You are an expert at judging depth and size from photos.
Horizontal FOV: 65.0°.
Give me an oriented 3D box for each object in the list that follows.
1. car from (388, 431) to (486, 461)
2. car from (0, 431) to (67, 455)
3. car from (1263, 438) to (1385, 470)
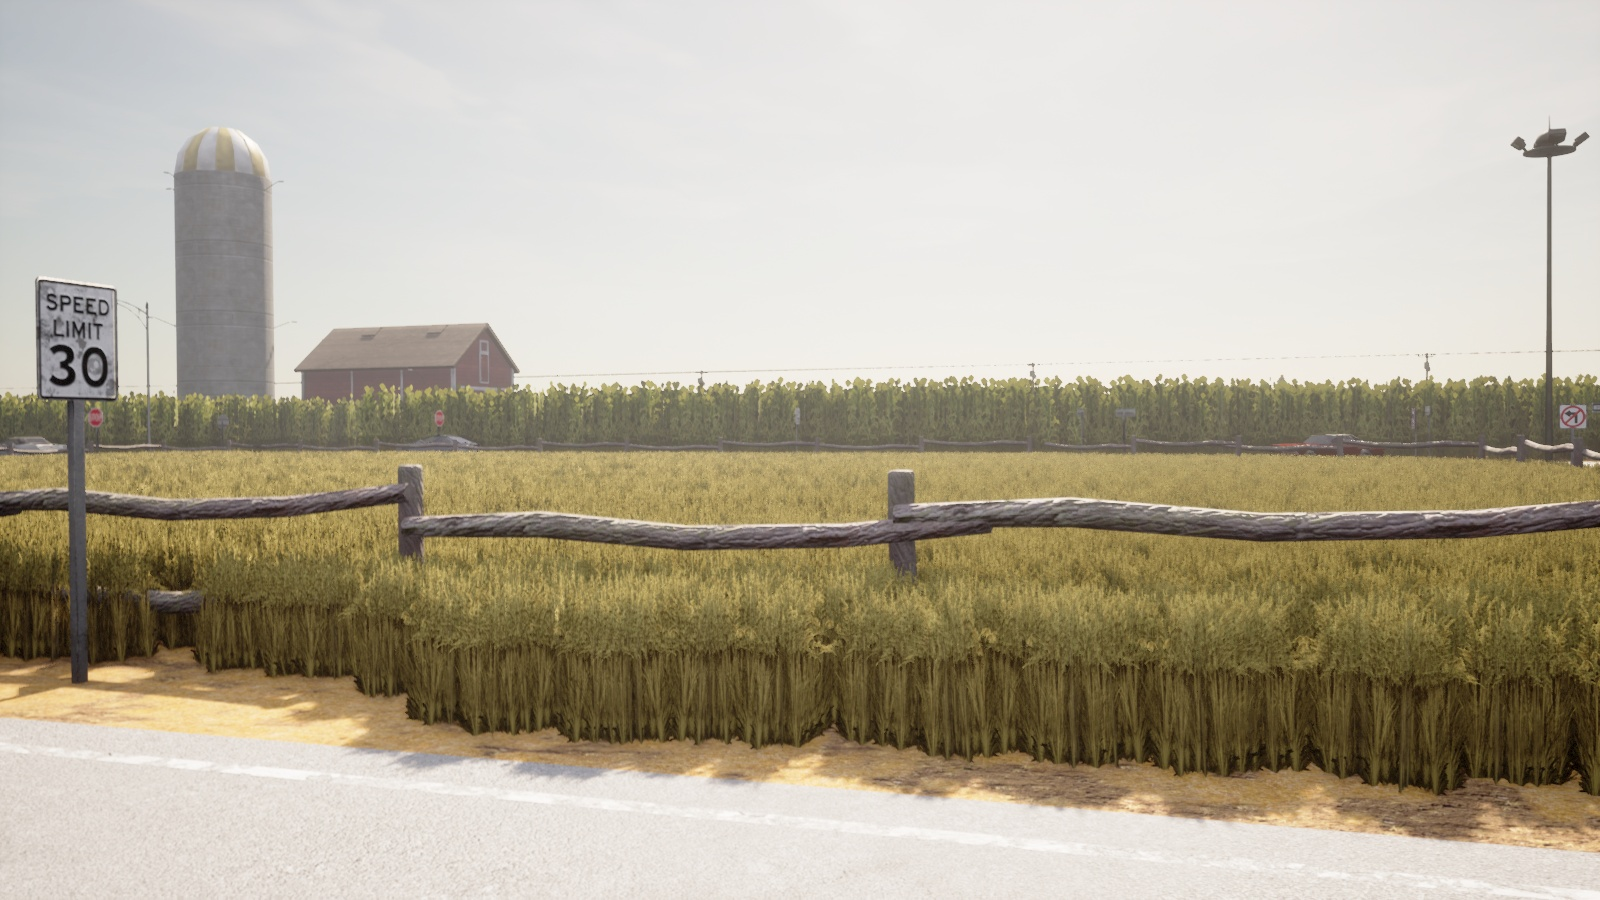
[{"bbox_3d":[-17.537,-0.199,60.726,4.181,1.385,1.994,1,1,18],"label":"car"},{"bbox_3d":[-43.148,-0.421,69.406,4.718,1.301,1.895,0,1,19],"label":"car"},{"bbox_3d":[22.470,0.142,53.868,4.718,1.301,1.895,0,1,-19],"label":"car"}]
